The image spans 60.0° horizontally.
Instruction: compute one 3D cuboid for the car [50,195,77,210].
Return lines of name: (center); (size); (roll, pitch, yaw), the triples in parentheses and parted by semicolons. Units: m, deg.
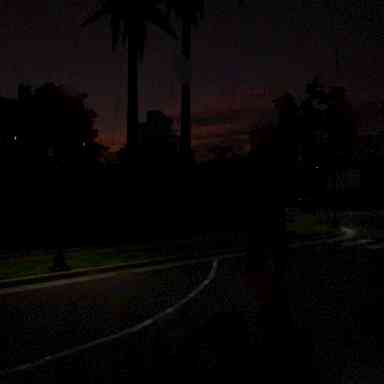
car: (-15.204, 1.123, 38.263); (4.605, 1.855, 1.932); (-1, 0, -37)
